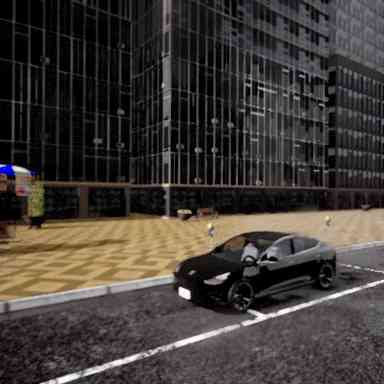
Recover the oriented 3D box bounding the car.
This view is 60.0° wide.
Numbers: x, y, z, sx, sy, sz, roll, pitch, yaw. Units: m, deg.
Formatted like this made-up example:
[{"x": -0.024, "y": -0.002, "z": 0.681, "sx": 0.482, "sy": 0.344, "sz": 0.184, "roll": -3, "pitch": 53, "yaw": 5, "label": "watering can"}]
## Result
[{"x": 1.631, "y": 1.613, "z": 7.734, "sx": 4.313, "sy": 1.339, "sz": 1.947, "roll": 1, "pitch": 0, "yaw": -36, "label": "car"}]
